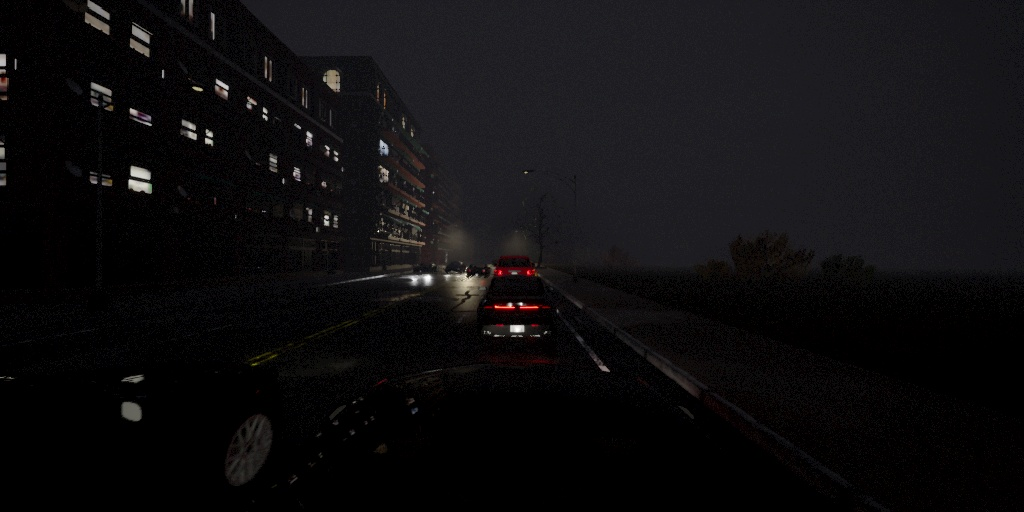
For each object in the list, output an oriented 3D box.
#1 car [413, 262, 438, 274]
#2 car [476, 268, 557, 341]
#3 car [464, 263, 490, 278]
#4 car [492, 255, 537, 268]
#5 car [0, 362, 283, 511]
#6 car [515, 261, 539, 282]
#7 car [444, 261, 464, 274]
[{"bbox_3d":[-9.805,1.354,40.690,1.895,1.301,4.718,0,0,0],"label":"car"},{"bbox_3d":[0.111,1.256,9.843,1.837,1.490,4.892,0,0,0],"label":"car"},{"bbox_3d":[-3.113,1.354,34.082,1.895,1.301,4.718,0,0,0],"label":"car"},{"bbox_3d":[0.121,0.974,20.190,2.150,2.045,5.566,0,0,0],"label":"car"},{"bbox_3d":[-3.150,1.227,1.445,1.882,1.535,5.008,0,0,0],"label":"car"},{"bbox_3d":[1.171,1.209,30.597,1.801,1.575,5.366,0,0,0],"label":"car"},{"bbox_3d":[-6.555,1.301,41.806,2.033,1.411,5.357,0,0,0],"label":"car"}]
